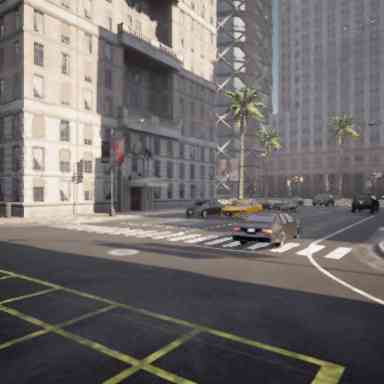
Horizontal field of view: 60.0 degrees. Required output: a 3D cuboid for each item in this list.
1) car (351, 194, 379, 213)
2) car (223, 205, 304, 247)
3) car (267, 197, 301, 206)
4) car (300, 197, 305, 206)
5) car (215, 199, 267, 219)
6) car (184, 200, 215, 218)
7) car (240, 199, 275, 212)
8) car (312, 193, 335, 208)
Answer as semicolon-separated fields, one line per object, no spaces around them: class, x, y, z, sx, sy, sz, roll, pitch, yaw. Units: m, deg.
car;19.517;1.226;37.423;2.150;2.045;5.566;0;0;36
car;3.598;1.550;15.166;2.033;1.411;5.357;0;0;31
car;10.056;1.571;36.617;1.994;1.385;4.181;0;0;36
car;15.445;1.510;50.046;1.837;1.490;4.892;0;1;36
car;4.296;1.484;28.515;1.882;1.535;5.008;0;0;35
car;1.233;1.512;30.244;1.837;1.490;4.892;0;0;35
car;7.880;1.555;39.584;2.033;1.411;5.357;0;0;36
car;19.840;1.231;50.130;2.150;2.045;5.566;0;0;36
